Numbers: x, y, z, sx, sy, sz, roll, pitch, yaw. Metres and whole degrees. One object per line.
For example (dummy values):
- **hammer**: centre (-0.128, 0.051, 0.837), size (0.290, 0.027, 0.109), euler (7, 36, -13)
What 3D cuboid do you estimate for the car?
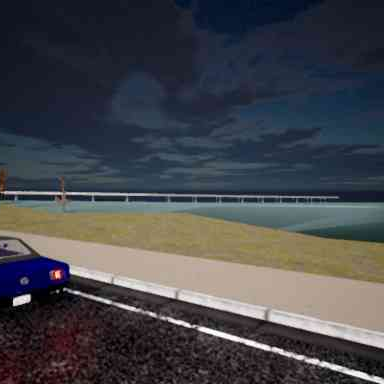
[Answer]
- **car**: centre (-4.764, 1.588, 7.076), size (4.718, 1.301, 1.895), euler (0, 0, 35)
